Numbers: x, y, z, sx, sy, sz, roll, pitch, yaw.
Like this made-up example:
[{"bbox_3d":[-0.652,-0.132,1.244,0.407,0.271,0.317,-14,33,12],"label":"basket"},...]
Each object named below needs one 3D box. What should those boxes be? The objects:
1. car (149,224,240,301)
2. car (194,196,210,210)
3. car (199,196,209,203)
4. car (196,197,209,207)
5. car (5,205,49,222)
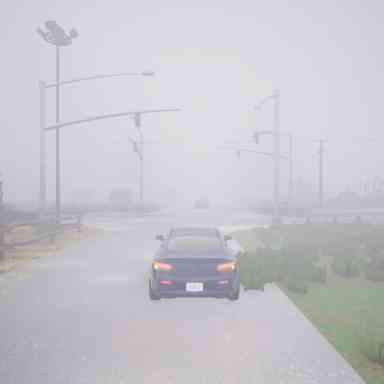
[{"bbox_3d":[0.049,1.526,8.230,1.812,1.442,4.674,0,0,0],"label":"car"},{"bbox_3d":[1.272,1.512,42.890,2.033,1.411,5.357,0,0,3],"label":"car"},{"bbox_3d":[2.540,1.512,68.078,2.033,1.411,5.357,0,0,3],"label":"car"},{"bbox_3d":[1.776,1.512,53.532,2.033,1.411,5.357,0,0,3],"label":"car"},{"bbox_3d":[-12.865,1.601,23.750,4.718,1.301,1.895,0,0,2],"label":"car"}]
